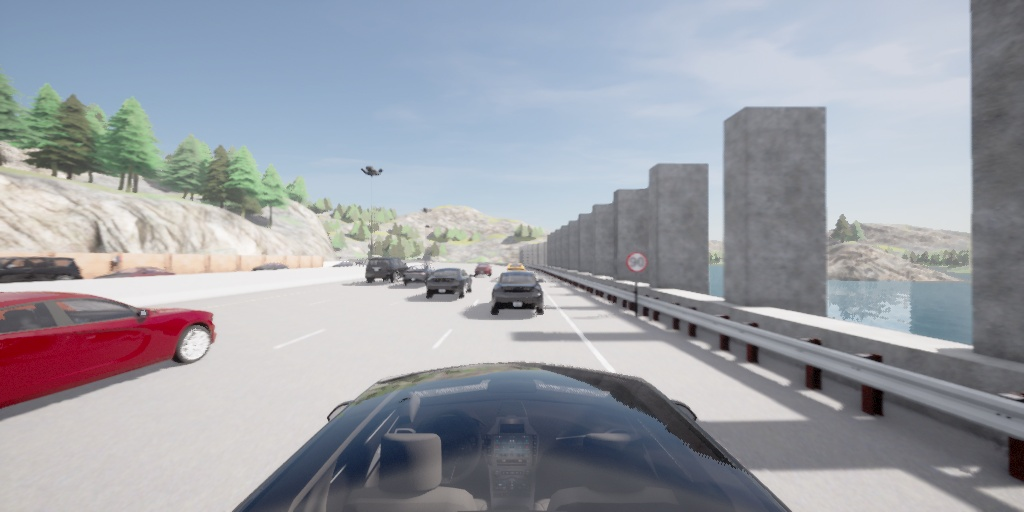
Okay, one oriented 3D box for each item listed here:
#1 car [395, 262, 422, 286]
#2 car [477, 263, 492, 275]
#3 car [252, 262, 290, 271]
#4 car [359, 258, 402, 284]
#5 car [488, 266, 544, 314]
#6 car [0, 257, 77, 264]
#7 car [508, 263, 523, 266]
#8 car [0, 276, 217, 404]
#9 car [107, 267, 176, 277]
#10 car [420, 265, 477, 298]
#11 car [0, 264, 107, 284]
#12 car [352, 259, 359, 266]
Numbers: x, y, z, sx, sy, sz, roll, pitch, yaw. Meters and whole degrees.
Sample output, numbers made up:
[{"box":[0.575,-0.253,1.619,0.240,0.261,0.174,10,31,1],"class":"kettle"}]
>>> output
[{"box":[-6.661,1.402,26.723,2.128,1.511,4.902,0,0,0],"class":"car"},{"box":[-3.226,1.537,40.426,1.812,1.442,4.674,0,0,-1],"class":"car"},{"box":[-31.510,1.548,47.133,2.033,1.411,5.357,0,0,0],"class":"car"},{"box":[-10.142,1.145,29.526,2.150,2.045,5.566,0,0,0],"class":"car"},{"box":[0.206,1.342,14.265,1.837,1.490,4.892,0,0,1],"class":"car"},{"box":[-27.929,1.044,20.041,2.150,2.045,5.566,0,-1,1],"class":"car"},{"box":[0.330,1.467,36.252,1.882,1.535,5.008,0,0,-1],"class":"car"},{"box":[-6.885,1.237,5.146,1.882,1.535,5.008,0,0,0],"class":"car"},{"box":[-24.397,1.415,23.392,1.994,1.385,4.181,0,0,1],"class":"car"},{"box":[-3.237,1.370,19.172,1.837,1.490,4.892,0,0,1],"class":"car"},{"box":[-10.371,1.109,5.910,2.097,1.767,4.553,0,0,0],"class":"car"},{"box":[-21.191,1.610,53.127,2.033,1.411,5.357,0,0,-2],"class":"car"}]
